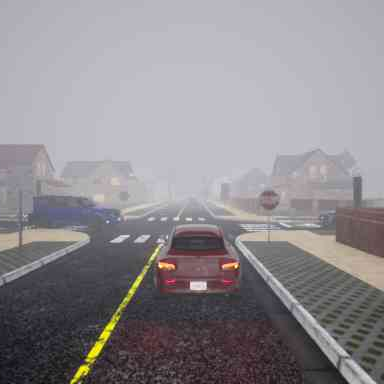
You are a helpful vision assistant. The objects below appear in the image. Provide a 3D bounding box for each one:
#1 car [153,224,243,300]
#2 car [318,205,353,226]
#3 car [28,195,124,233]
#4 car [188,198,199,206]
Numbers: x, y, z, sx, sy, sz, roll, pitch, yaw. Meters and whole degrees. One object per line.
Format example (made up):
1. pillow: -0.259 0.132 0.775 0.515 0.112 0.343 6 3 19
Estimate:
1. car: 0.124 1.526 8.294 1.812 1.442 4.674 0 0 0
2. car: 11.151 1.643 23.391 4.181 1.385 1.994 0 0 0
3. car: -6.829 1.218 19.620 5.566 2.045 2.150 0 0 13
4. car: 0.235 1.703 57.824 2.033 1.411 5.357 0 0 0
